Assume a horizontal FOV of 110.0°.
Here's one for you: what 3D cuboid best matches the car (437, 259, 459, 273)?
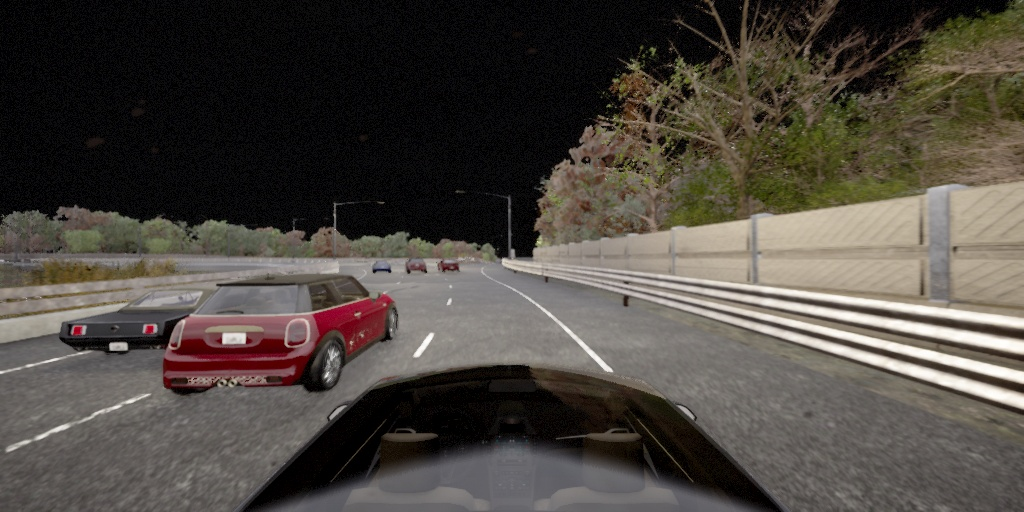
[{"bbox_3d":[-7.340,1.096,41.018,1.882,1.535,5.008,0,0,-20],"label":"car"}]

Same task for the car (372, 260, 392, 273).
[{"bbox_3d":[-15.383,1.216,42.306,1.994,1.385,4.181,0,0,-23],"label":"car"}]

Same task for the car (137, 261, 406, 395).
[{"bbox_3d":[-3.741,1.098,6.852,2.097,1.767,4.553,0,0,-2],"label":"car"}]

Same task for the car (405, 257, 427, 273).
[{"bbox_3d":[-10.976,0.989,40.659,2.097,1.767,4.553,0,0,-21],"label":"car"}]

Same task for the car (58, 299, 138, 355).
[{"bbox_3d":[-7.306,1.357,8.741,1.895,1.301,4.718,0,0,-4],"label":"car"}]
